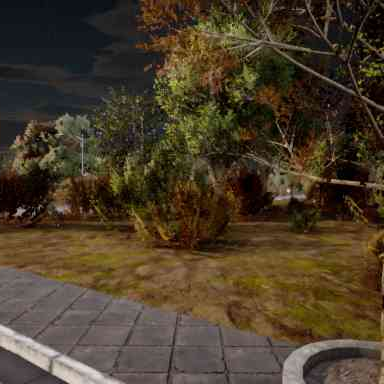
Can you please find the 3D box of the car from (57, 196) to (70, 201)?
[{"bbox_3d":[-17.252,1.237,48.255,2.128,1.511,4.902,0,0,32],"label":"car"}]
